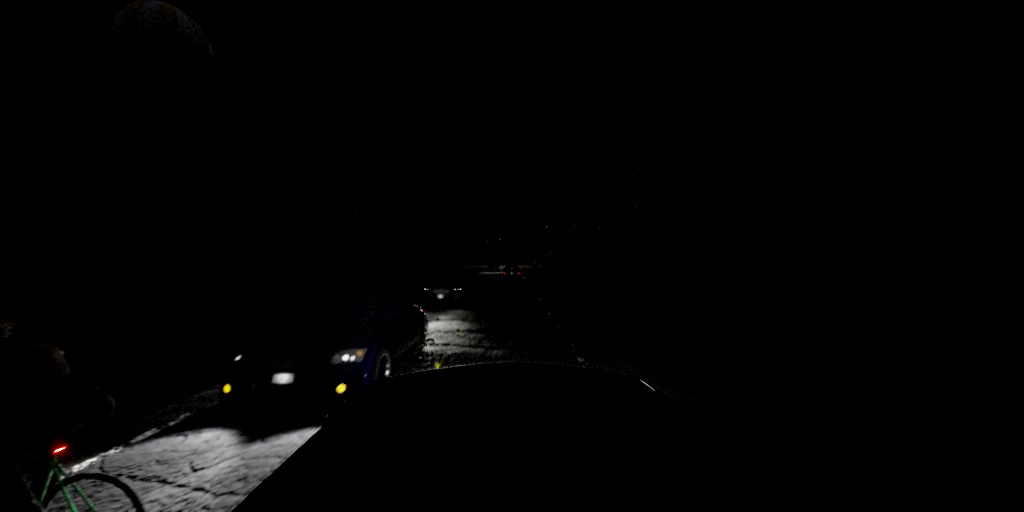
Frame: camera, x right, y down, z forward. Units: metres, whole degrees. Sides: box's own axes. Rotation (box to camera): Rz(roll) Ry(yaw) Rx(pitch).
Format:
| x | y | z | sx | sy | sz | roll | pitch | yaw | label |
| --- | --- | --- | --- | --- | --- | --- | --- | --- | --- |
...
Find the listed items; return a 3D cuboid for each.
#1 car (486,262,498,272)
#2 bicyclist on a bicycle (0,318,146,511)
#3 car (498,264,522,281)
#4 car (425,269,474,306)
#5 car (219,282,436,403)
| x | y | z | sx | sy | sz | roll | pitch | yaw | label |
| --- | --- | --- | --- | --- | --- | --- | --- | --- | --- |
| -2.995 | 1.760 | 56.891 | 1.837 | 1.490 | 4.892 | 0 | -1 | 0 | car |
| -3.064 | 1.208 | 2.201 | 1.656 | 1.620 | 0.582 | 0 | -1 | 0 | bicyclist on a bicycle |
| -0.004 | 1.607 | 34.628 | 2.033 | 1.411 | 5.357 | 0 | -1 | 0 | car |
| -2.884 | 1.385 | 16.903 | 2.128 | 1.511 | 4.902 | 0 | -1 | 0 | car |
| -2.859 | 1.360 | 6.461 | 1.994 | 1.385 | 4.181 | 0 | -1 | 0 | car |
